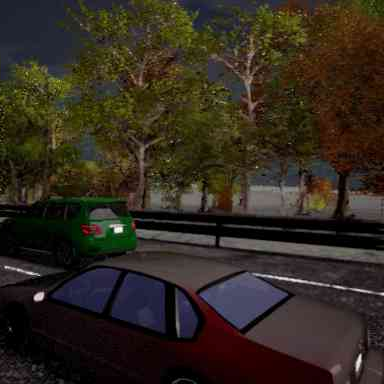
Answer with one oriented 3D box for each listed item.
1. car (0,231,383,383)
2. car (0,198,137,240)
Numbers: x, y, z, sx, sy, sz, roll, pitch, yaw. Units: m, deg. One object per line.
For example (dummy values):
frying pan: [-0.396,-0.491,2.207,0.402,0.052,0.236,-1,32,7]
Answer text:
car: [-0.578,1.546,4.404,5.357,1.411,2.033,0,0,35]
car: [-4.355,1.215,11.395,5.566,2.045,2.150,0,0,35]
